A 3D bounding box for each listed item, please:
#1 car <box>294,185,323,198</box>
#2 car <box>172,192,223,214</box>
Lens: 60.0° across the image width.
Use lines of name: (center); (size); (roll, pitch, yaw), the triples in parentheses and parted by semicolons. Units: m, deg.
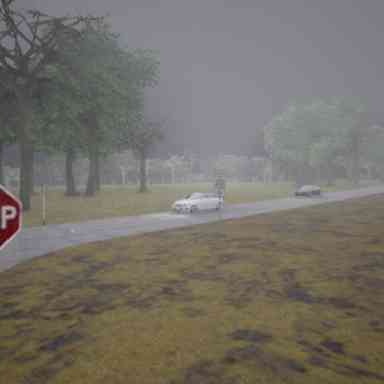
car: (14.316, -0.086, 40.793); (1.882, 1.535, 5.008); (1, 3, 42)
car: (0.519, 0.783, 25.534); (1.812, 1.442, 4.674); (1, 3, 42)
